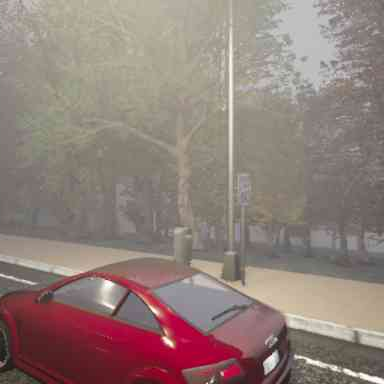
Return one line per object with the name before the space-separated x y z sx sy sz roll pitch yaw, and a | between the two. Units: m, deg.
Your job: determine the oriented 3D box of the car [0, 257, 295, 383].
car | -0.879 1.592 4.309 4.181 1.385 1.994 -1 0 35
